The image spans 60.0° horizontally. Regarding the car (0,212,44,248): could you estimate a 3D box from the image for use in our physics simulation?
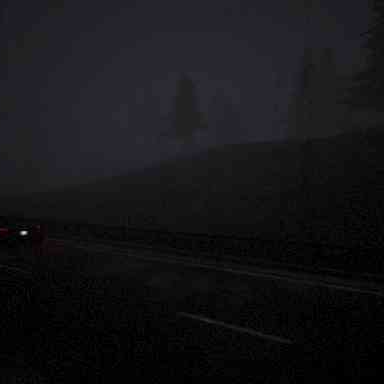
[{"bbox_3d":[-8.183,1.565,14.119,4.181,1.385,1.994,0,0,35],"label":"car"}]
